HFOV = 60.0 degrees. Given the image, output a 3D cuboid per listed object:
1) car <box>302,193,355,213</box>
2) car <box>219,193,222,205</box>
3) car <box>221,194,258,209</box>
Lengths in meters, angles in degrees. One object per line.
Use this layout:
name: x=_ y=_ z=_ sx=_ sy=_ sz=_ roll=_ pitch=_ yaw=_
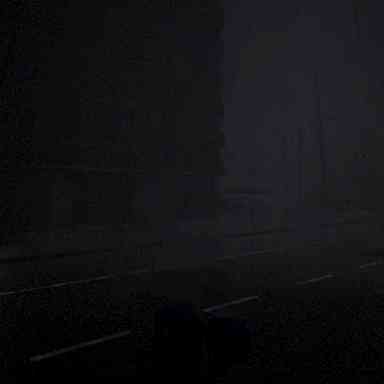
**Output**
car: x=15.155 y=1.167 z=37.311 sx=2.150 sy=2.045 sz=5.566 roll=0 pitch=0 yaw=-37
car: x=4.969 y=1.168 z=50.093 sx=2.150 sy=2.045 sz=5.566 roll=0 pitch=0 yaw=-43
car: x=6.409 y=1.296 z=42.832 sx=2.097 sy=1.767 sz=4.553 roll=0 pitch=0 yaw=-39
